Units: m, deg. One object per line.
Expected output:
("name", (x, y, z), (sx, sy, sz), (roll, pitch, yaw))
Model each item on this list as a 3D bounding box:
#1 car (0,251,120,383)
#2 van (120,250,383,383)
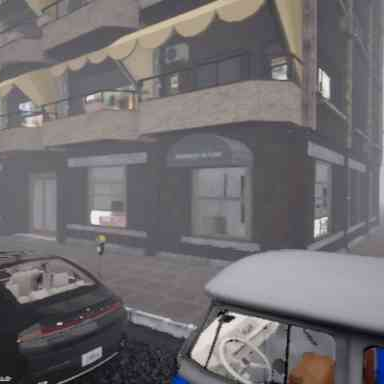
("car", (-2.874, 1.573, 4.916), (4.403, 1.369, 2.008), (0, 1, 36))
("van", (1.681, 1.339, 1.657), (3.998, 1.788, 1.690), (0, 1, 36))
